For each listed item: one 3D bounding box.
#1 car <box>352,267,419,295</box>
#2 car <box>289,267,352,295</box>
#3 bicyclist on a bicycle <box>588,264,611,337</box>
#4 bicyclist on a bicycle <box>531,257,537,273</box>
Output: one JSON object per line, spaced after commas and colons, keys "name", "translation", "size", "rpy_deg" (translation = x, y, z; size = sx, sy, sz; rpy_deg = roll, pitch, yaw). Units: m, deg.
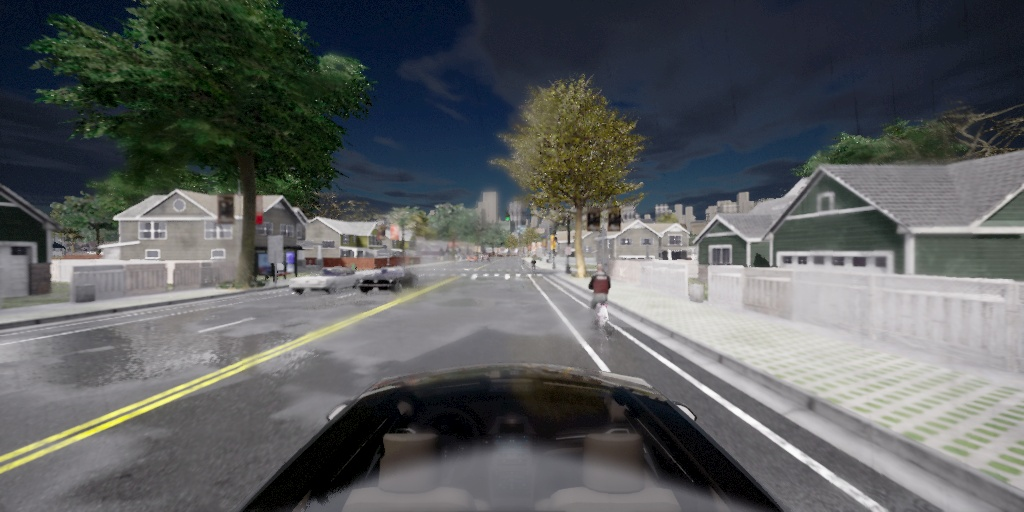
{"name": "car", "translation": [-6.586, 1.291, 19.520], "size": [1.895, 1.301, 4.718], "rpy_deg": [0, 0, 0]}
{"name": "car", "translation": [-9.836, 1.291, 19.452], "size": [1.895, 1.301, 4.718], "rpy_deg": [0, 0, 0]}
{"name": "bicyclist on a bicycle", "translation": [2.245, 1.094, 9.346], "size": [0.659, 1.776, 1.843], "rpy_deg": [0, 0, 0]}
{"name": "bicyclist on a bicycle", "translation": [2.249, 0.994, 37.345], "size": [0.659, 1.776, 1.843], "rpy_deg": [0, 0, 0]}
